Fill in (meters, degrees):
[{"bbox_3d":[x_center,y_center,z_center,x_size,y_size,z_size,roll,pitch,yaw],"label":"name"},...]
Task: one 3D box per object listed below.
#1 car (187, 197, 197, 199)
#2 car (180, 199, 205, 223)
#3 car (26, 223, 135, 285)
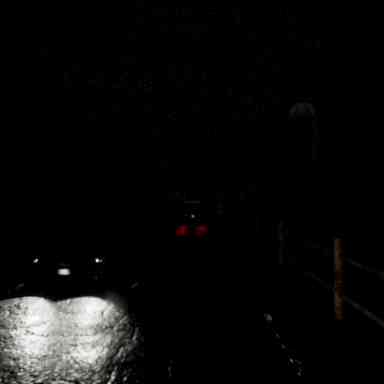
[{"bbox_3d":[0.025,1.457,43.247,2.097,1.767,4.553,0,0,0],"label":"car"},{"bbox_3d":[0.064,1.584,26.376,1.812,1.442,4.674,0,0,0],"label":"car"},{"bbox_3d":[-2.845,1.582,9.373,1.994,1.385,4.181,0,0,0],"label":"car"}]
